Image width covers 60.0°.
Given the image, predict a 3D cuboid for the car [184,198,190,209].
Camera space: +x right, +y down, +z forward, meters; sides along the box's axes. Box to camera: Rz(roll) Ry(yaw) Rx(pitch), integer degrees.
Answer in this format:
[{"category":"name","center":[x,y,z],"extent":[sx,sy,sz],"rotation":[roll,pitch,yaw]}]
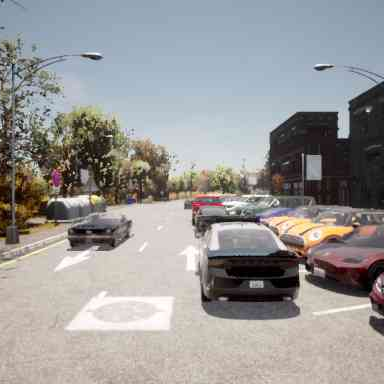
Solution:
[{"category":"car","center":[-0.141,1.586,46.906],"extent":[2.128,1.511,4.902],"rotation":[0,0,0]}]

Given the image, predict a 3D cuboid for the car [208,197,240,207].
[{"category":"car","center":[5.186,1.647,53.687],"extent":[4.674,1.452,2.002],"rotation":[1,0,-20]}]

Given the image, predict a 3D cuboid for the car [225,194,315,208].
[{"category":"car","center":[5.241,1.251,20.634],"extent":[5.566,2.045,2.435],"rotation":[1,0,-20]}]

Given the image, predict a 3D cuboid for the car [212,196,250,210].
[{"category":"car","center":[5.247,1.447,44.683],"extent":[4.553,1.767,2.185],"rotation":[1,0,-20]}]

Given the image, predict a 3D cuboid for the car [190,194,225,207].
[{"category":"car","center":[1.091,1.250,24.379],"extent":[2.150,2.045,5.566],"rotation":[0,0,0]}]

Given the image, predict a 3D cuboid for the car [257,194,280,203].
[{"category":"car","center":[18.054,1.463,78.769],"extent":[2.435,2.045,5.566],"rotation":[0,0,-22]}]

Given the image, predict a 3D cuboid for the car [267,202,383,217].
[{"category":"car","center":[5.300,1.366,11.658],"extent":[4.553,1.767,2.185],"rotation":[1,0,-20]}]

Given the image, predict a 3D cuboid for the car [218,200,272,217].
[{"category":"car","center":[5.210,1.560,32.650],"extent":[4.792,1.488,2.163],"rotation":[1,0,-20]}]

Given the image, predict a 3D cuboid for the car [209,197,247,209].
[{"category":"car","center":[5.197,1.583,47.685],"extent":[5.008,1.535,2.097],"rotation":[1,-1,-20]}]

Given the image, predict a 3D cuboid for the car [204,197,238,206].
[{"category":"car","center":[4.992,1.613,56.628],"extent":[5.366,1.575,1.946],"rotation":[1,0,-20]}]

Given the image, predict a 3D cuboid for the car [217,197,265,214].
[{"category":"car","center":[5.200,1.414,35.664],"extent":[4.553,1.767,2.185],"rotation":[1,0,-20]}]

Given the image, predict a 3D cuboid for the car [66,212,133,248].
[{"category":"car","center":[-3.947,1.609,14.929],"extent":[1.895,1.301,4.718],"rotation":[0,0,0]}]

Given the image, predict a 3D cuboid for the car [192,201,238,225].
[{"category":"car","center":[1.104,1.491,18.347],"extent":[1.882,1.535,5.008],"rotation":[0,0,0]}]

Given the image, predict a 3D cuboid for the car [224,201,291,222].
[{"category":"car","center":[5.215,1.544,26.648],"extent":[4.792,1.488,2.163],"rotation":[1,0,-20]}]

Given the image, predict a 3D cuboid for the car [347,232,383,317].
[{"category":"car","center":[5.287,1.527,5.646],"extent":[4.674,1.452,2.002],"rotation":[1,0,-20]}]

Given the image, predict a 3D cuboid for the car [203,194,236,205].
[{"category":"car","center":[5.155,1.391,62.723],"extent":[5.566,2.045,2.435],"rotation":[1,0,-20]}]

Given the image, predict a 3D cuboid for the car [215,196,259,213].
[{"category":"car","center":[5.195,1.424,38.665],"extent":[4.553,1.767,2.185],"rotation":[1,0,-20]}]

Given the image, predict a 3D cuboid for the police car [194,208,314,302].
[{"category":"police car","center":[1.130,1.428,8.457],"extent":[1.930,1.638,5.238],"rotation":[0,0,0]}]

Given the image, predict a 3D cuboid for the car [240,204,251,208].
[{"category":"car","center":[5.252,1.538,17.655],"extent":[4.674,1.452,2.002],"rotation":[1,0,-20]}]

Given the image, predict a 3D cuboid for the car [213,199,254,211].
[{"category":"car","center":[5.221,1.601,41.673],"extent":[4.674,1.452,2.002],"rotation":[1,0,-20]}]

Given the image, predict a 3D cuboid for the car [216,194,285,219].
[{"category":"car","center":[5.217,1.271,29.650],"extent":[5.566,2.045,2.435],"rotation":[1,0,-20]}]

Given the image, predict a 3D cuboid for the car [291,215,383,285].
[{"category":"car","center":[5.248,1.517,8.637],"extent":[4.792,1.488,2.163],"rotation":[1,0,-20]}]

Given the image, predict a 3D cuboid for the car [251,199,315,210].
[{"category":"car","center":[5.294,1.369,14.659],"extent":[4.553,1.767,2.185],"rotation":[1,0,-20]}]

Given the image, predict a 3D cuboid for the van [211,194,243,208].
[{"category":"van","center":[5.305,1.371,50.732],"extent":[4.442,1.987,1.878],"rotation":[1,-1,-20]}]
